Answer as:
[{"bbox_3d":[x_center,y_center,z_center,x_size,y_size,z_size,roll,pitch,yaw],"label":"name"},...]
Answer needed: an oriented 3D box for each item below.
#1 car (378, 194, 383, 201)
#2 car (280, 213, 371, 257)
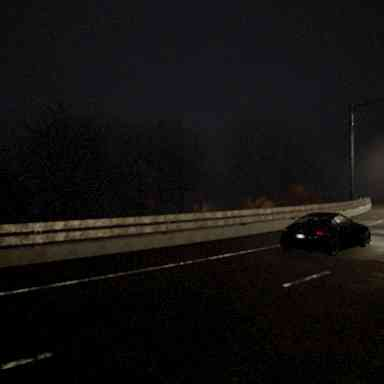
[{"bbox_3d":[35.845,0.998,61.251,2.033,1.411,5.357,0,0,15],"label":"car"},{"bbox_3d":[5.226,1.492,12.848,4.181,1.385,1.994,0,0,-42],"label":"car"}]
